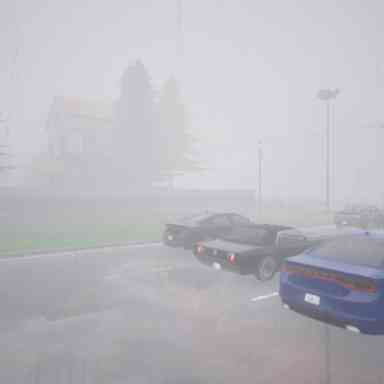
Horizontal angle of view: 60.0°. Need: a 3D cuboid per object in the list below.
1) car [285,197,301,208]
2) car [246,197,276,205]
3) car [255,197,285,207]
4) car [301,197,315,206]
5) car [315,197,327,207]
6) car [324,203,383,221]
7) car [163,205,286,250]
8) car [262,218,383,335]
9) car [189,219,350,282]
[{"bbox_3d":[12.773,1.517,48.473,2.128,1.511,4.902,0,0,-36],"label":"car"},{"bbox_3d":[12.568,1.578,60.730,2.033,1.411,5.357,0,0,-36],"label":"car"},{"bbox_3d":[10.026,1.624,46.294,1.895,1.301,4.718,0,0,-36],"label":"car"},{"bbox_3d":[15.632,1.533,50.495,1.837,1.490,4.892,0,0,-36],"label":"car"},{"bbox_3d":[19.005,1.556,51.809,1.812,1.442,4.674,0,0,-36],"label":"car"},{"bbox_3d":[10.423,1.506,19.802,4.902,1.511,2.128,0,0,-36],"label":"car"},{"bbox_3d":[1.234,1.484,13.240,5.008,1.535,1.882,0,0,-36],"label":"car"},{"bbox_3d":[3.850,1.482,6.511,5.008,1.535,1.882,0,0,-35],"label":"car"},{"bbox_3d":[2.450,1.606,9.803,4.718,1.301,1.895,0,0,-36],"label":"car"}]
